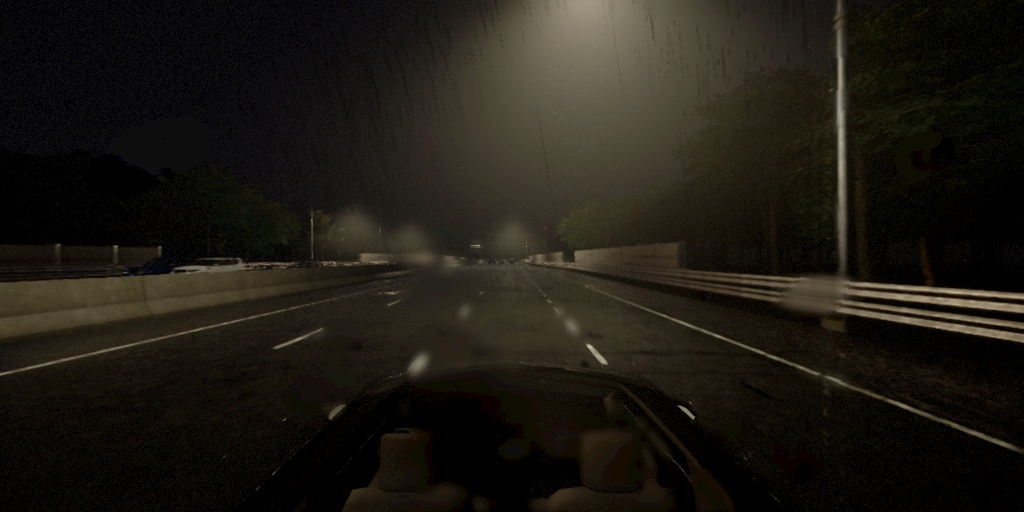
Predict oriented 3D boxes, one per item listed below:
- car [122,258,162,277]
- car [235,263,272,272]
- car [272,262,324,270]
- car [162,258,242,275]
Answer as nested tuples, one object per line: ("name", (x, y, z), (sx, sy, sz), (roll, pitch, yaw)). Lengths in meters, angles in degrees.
("car", (-28.080, 1.146, 29.281), (2.150, 2.045, 5.566), (0, 0, 0))
("car", (-21.074, 1.498, 30.917), (1.994, 1.385, 4.181), (0, 0, 0))
("car", (-17.576, 1.282, 30.359), (2.097, 1.767, 4.553), (0, 0, 0))
("car", (-24.580, 1.146, 29.283), (2.150, 2.045, 5.566), (0, 0, 0))
